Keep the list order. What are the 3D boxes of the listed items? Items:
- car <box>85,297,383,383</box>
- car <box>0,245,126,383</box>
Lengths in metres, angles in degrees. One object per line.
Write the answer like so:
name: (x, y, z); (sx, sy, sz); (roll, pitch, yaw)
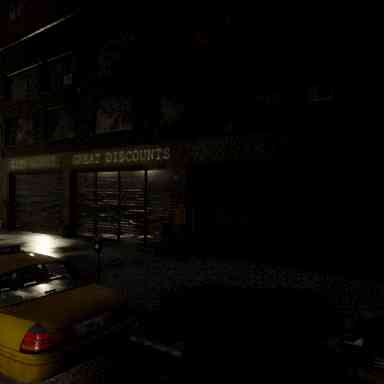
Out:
car: (1.628, 1.551, 1.922); (4.403, 1.369, 2.008); (0, 1, 36)
car: (-3.056, 1.523, 5.267); (4.829, 1.417, 1.752); (0, 1, 36)
